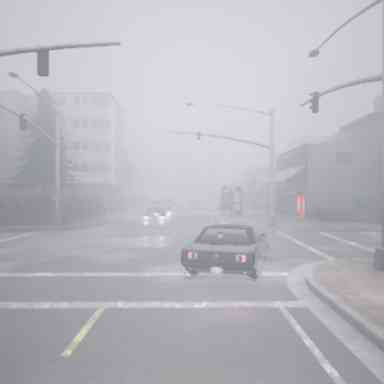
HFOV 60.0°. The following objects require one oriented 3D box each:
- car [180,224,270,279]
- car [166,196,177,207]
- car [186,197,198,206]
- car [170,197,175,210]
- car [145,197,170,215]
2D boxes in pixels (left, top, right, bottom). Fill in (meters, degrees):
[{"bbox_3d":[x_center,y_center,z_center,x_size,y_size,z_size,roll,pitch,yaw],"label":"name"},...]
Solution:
[{"bbox_3d":[1.255,1.637,10.184,1.895,1.301,4.718,0,-1,17],"label":"car"},{"bbox_3d":[-3.554,1.438,53.575,2.097,1.767,4.553,0,0,1],"label":"car"},{"bbox_3d":[-0.003,1.582,56.390,2.128,1.511,4.902,0,0,0],"label":"car"},{"bbox_3d":[-3.594,1.671,43.406,1.895,1.301,4.718,0,0,0],"label":"car"},{"bbox_3d":[-3.601,1.560,34.141,1.837,1.490,4.892,0,0,0],"label":"car"}]
